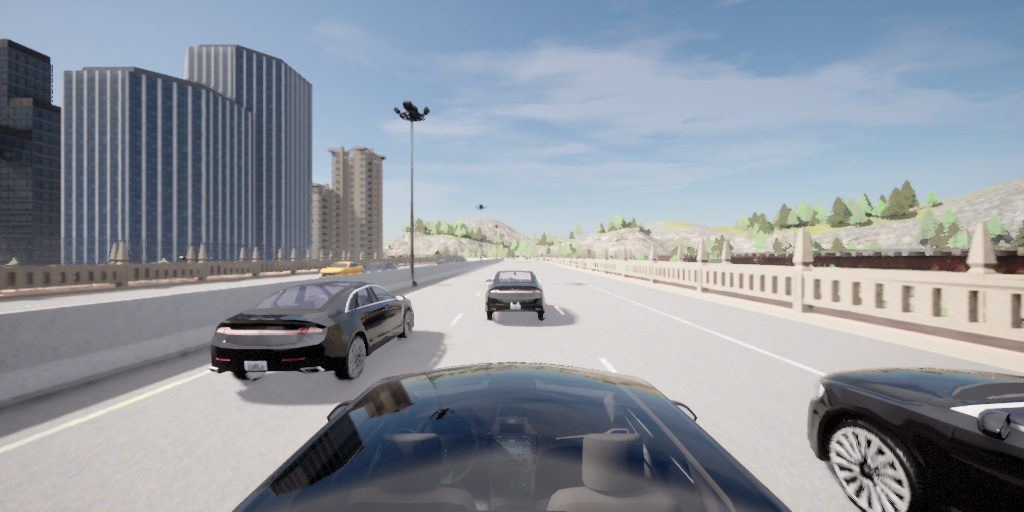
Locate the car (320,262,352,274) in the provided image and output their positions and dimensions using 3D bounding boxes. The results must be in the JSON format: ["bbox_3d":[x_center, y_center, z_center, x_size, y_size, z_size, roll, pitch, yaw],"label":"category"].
[{"bbox_3d":[-14.092,1.232,30.000,1.882,1.535,5.008,0,0,0],"label":"car"}]

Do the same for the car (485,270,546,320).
[{"bbox_3d":[0.102,1.243,12.687,2.128,1.511,4.902,0,0,0],"label":"car"}]

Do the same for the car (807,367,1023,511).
[{"bbox_3d":[3.600,1.241,1.257,2.128,1.511,4.902,0,0,0],"label":"car"}]

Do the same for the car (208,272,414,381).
[{"bbox_3d":[-3.399,1.242,7.182,2.128,1.511,4.902,0,0,0],"label":"car"}]

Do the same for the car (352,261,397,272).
[{"bbox_3d":[-10.593,1.259,28.638,1.837,1.490,4.892,0,0,0],"label":"car"}]
